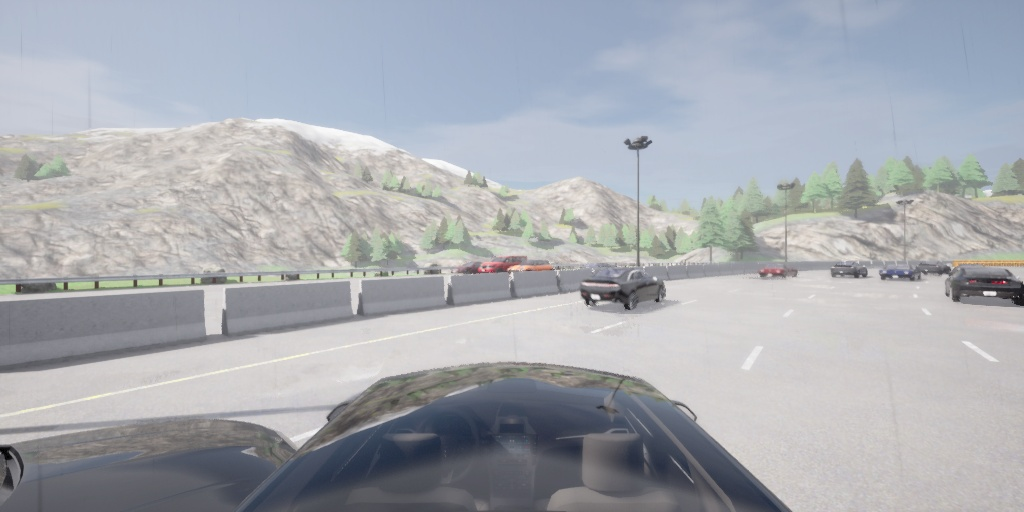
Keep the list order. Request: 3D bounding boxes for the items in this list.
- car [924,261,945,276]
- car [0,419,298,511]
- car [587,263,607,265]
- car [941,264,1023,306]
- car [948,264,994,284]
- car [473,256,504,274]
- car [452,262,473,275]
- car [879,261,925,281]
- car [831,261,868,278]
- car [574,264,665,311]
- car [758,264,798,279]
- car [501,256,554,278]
[{"bbox_3d":[43.324,1.242,36.882,4.902,1.511,2.128,0,0,-31],"label":"car"},{"bbox_3d":[-2.984,1.255,0.567,4.892,1.490,1.837,0,0,-45],"label":"car"},{"bbox_3d":[7.610,1.298,32.522,5.357,1.411,2.033,0,0,-42],"label":"car"},{"bbox_3d":[20.970,1.254,16.043,4.892,1.490,1.837,0,0,-43],"label":"car"},{"bbox_3d":[35.317,1.314,27.573,4.181,1.385,1.994,0,0,-36],"label":"car"},{"bbox_3d":[-0.592,0.971,34.463,5.566,2.045,2.150,0,0,-44],"label":"car"},{"bbox_3d":[-3.871,1.275,36.134,4.674,1.442,1.812,0,0,-44],"label":"car"},{"bbox_3d":[32.231,1.351,29.697,4.718,1.301,1.895,0,0,-35],"label":"car"},{"bbox_3d":[31.385,1.242,33.364,4.902,1.511,2.128,0,0,-35],"label":"car"},{"bbox_3d":[4.617,1.242,14.565,2.128,1.511,4.902,0,0,42],"label":"car"},{"bbox_3d":[24.262,1.351,32.561,4.718,1.301,1.895,0,0,-37],"label":"car"},{"bbox_3d":[1.642,1.102,31.720,4.553,1.767,2.097,0,0,-43],"label":"car"}]
